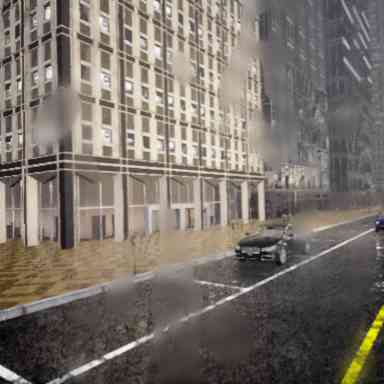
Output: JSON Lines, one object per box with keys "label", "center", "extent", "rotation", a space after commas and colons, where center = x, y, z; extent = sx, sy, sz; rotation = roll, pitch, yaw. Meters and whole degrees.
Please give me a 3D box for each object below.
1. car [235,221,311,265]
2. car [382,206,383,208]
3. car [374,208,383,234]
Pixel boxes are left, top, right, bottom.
{"label": "car", "center": [3.244, 1.855, 12.841], "extent": [2.008, 1.369, 4.403], "rotation": [-3, -2, 37]}
{"label": "car", "center": [23.522, 2.140, 39.729], "extent": [1.752, 1.417, 4.829], "rotation": [-3, -2, 37]}
{"label": "car", "center": [13.065, 1.931, 21.381], "extent": [1.895, 1.301, 4.718], "rotation": [-2, -2, 37]}
